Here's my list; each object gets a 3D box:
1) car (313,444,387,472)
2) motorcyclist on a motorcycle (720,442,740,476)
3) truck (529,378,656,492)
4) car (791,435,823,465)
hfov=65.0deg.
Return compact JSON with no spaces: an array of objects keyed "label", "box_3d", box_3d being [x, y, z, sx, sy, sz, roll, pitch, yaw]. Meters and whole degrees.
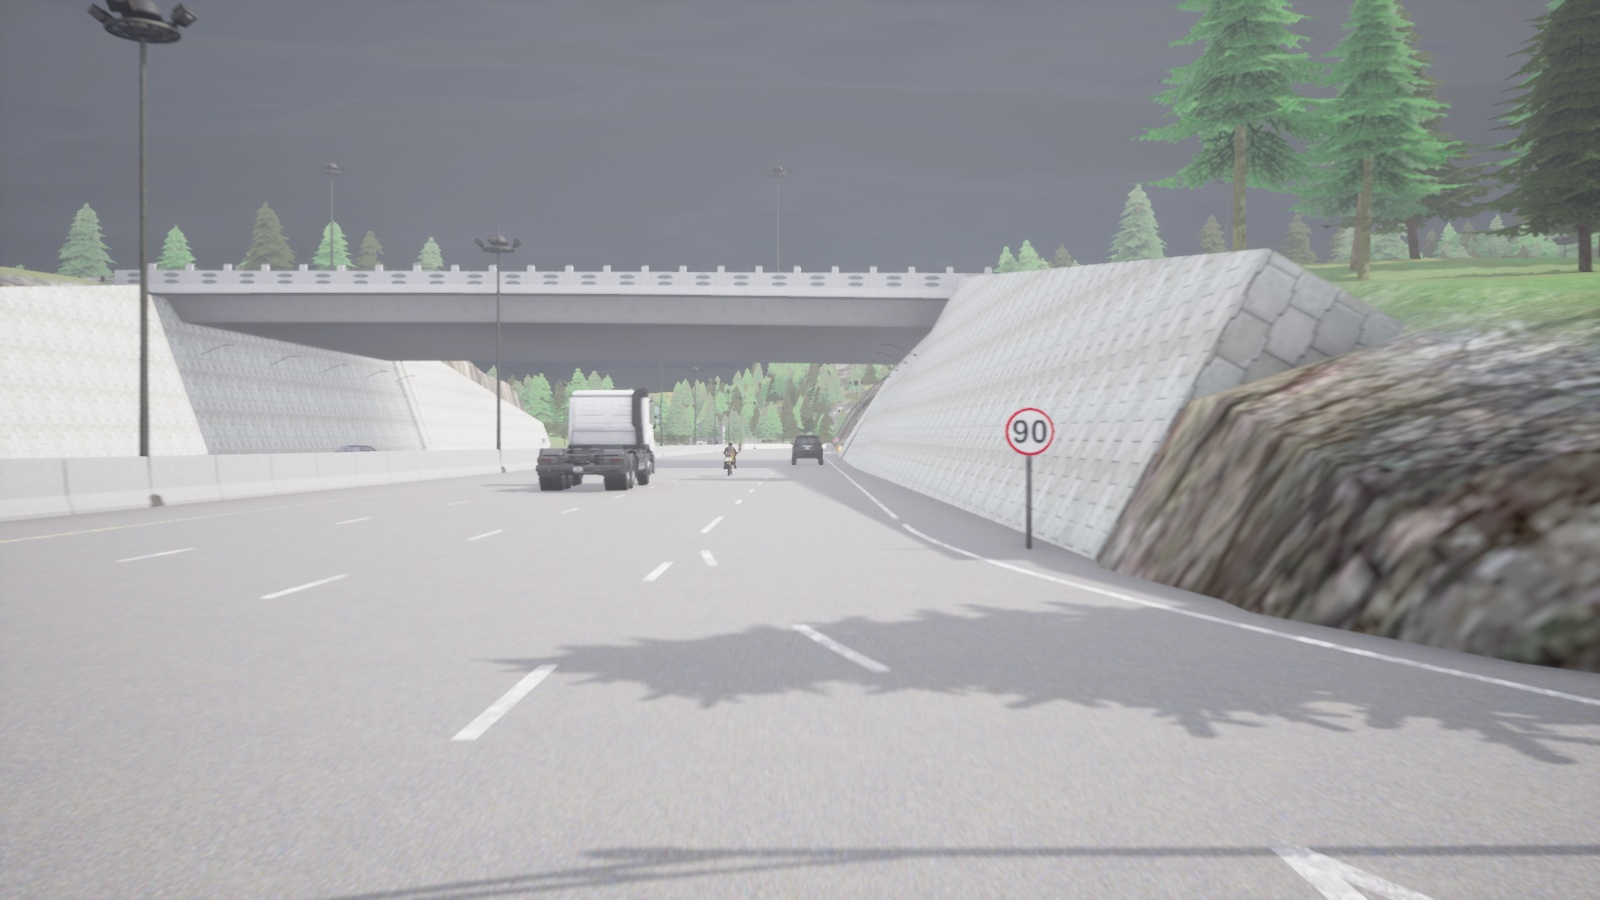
[{"label":"car","box_3d":[-24.102,0.399,67.440,2.033,1.411,5.357,0,0,0]},{"label":"motorcyclist on a motorcycle","box_3d":[-3.161,0.409,56.872,0.797,1.523,2.044,0,0,0]},{"label":"truck","box_3d":[-6.745,-0.475,42.015,2.891,3.462,7.936,0,0,0]},{"label":"car","box_3d":[0.514,-0.023,87.700,2.150,2.045,5.566,0,0,0]}]
